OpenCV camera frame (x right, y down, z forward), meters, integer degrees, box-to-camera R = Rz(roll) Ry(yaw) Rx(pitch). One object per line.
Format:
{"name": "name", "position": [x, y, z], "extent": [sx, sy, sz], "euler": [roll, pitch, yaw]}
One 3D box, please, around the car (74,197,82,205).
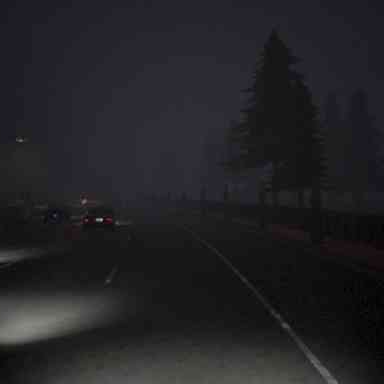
{"name": "car", "position": [-22.187, 1.752, 66.957], "extent": [1.801, 1.575, 5.366], "euler": [0, 0, -38]}

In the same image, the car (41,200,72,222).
{"name": "car", "position": [-11.171, 1.655, 27.835], "extent": [1.812, 1.442, 4.674], "euler": [0, 0, -16]}

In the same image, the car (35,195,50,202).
{"name": "car", "position": [-36.360, 1.632, 80.888], "extent": [4.553, 1.767, 2.097], "euler": [0, 0, 42]}

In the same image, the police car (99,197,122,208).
{"name": "police car", "position": [-12.537, 1.641, 52.225], "extent": [1.930, 1.638, 5.238], "euler": [0, 0, -29]}

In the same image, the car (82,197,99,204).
{"name": "car", "position": [-18.312, 1.722, 61.639], "extent": [1.801, 1.575, 5.366], "euler": [0, 0, -34]}

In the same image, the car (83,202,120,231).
{"name": "car", "position": [-5.840, 1.638, 21.256], "extent": [2.033, 1.411, 5.357], "euler": [0, 0, -12]}
